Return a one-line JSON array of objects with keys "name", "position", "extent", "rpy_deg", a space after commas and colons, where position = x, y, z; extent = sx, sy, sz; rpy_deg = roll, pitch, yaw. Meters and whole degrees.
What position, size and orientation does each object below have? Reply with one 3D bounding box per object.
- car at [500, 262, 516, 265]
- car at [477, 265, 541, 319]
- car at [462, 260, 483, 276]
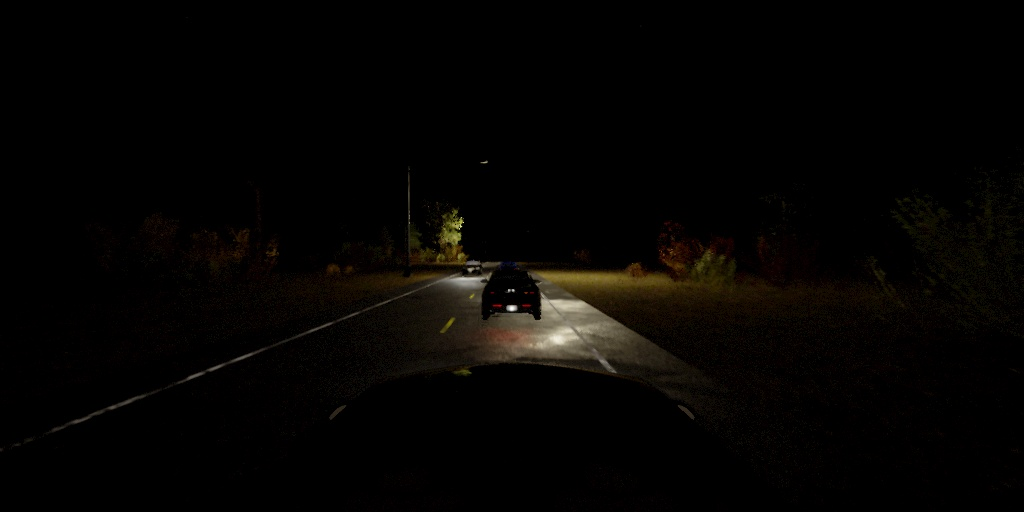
[{"name": "car", "position": [-0.348, 1.229, 32.467], "extent": [1.812, 1.442, 4.674], "rpy_deg": [0, 0, -1]}, {"name": "car", "position": [-0.034, 1.238, 12.673], "extent": [1.837, 1.490, 4.892], "rpy_deg": [0, 0, -1]}, {"name": "car", "position": [-4.021, 1.198, 36.848], "extent": [2.128, 1.511, 4.902], "rpy_deg": [0, 0, -1]}]
